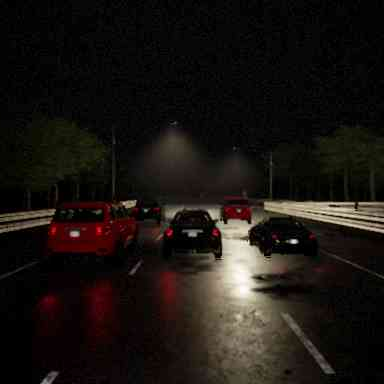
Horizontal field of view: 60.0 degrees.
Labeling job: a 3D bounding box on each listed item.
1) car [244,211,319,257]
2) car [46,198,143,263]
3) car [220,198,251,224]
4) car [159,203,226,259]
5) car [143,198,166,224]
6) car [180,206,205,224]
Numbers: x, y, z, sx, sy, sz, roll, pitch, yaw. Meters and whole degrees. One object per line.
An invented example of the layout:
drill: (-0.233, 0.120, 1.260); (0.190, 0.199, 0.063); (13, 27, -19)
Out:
car: (3.540, 1.706, 13.535); (1.994, 1.385, 4.181); (0, 0, 0)
car: (-3.474, 1.356, 12.596); (2.150, 2.045, 5.566); (0, 0, 0)
car: (3.543, 1.503, 27.577); (2.150, 2.045, 5.566); (0, 0, 0)
car: (0.037, 1.491, 13.438); (2.097, 1.767, 4.553); (0, -1, 0)
car: (-3.457, 1.504, 27.584); (2.150, 2.045, 5.566); (0, 0, 0)
car: (0.051, 1.886, 28.261); (1.895, 1.301, 4.718); (0, 0, 1)
